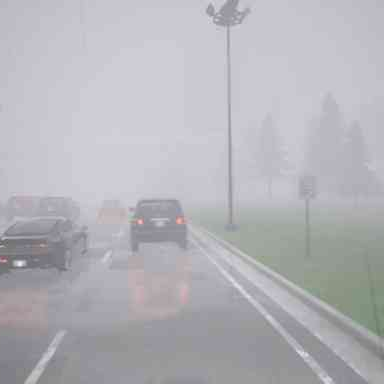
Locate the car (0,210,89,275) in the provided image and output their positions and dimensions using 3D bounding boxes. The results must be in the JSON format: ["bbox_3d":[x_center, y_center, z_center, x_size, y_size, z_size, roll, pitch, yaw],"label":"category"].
[{"bbox_3d":[-4.615,1.552,10.770,1.837,1.490,4.892,-1,0,-7],"label":"car"}]

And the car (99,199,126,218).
[{"bbox_3d":[-7.413,1.417,31.228,2.097,1.767,4.553,-1,0,-8],"label":"car"}]

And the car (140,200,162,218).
[{"bbox_3d":[-3.896,1.544,31.373,1.812,1.442,4.674,-1,-1,-8],"label":"car"}]

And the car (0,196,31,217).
[{"bbox_3d":[-14.159,1.366,28.915,2.150,2.045,5.566,-1,-1,-8],"label":"car"}]

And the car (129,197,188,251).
[{"bbox_3d":[-1.497,1.225,14.365,2.150,2.045,5.566,-1,0,-8],"label":"car"}]

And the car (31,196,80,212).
[{"bbox_3d":[-10.164,1.325,25.662,2.150,2.045,5.566,-1,0,-8],"label":"car"}]
